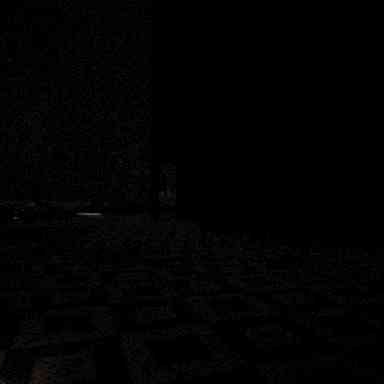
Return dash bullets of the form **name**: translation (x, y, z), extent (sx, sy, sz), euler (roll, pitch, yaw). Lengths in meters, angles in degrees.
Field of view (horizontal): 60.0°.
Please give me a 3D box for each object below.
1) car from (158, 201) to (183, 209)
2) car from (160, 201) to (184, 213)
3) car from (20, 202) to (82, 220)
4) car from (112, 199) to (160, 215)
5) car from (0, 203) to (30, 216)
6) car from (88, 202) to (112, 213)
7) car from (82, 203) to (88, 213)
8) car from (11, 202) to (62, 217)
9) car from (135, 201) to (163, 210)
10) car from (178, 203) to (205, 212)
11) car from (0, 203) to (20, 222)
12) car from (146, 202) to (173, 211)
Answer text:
- **car**: translation (-3.709, 2.304, 58.692), extent (2.008, 1.369, 4.403), euler (-1, -2, 35)
- **car**: translation (-3.319, 2.113, 44.548), extent (1.887, 1.381, 4.507), euler (-1, -2, 35)
- **car**: translation (-13.044, 1.823, 30.897), extent (1.752, 1.417, 4.829), euler (-1, -2, 35)
- **car**: translation (-6.594, 1.790, 39.958), extent (2.192, 1.841, 5.009), euler (-1, -2, 35)
- **car**: translation (-20.080, 1.841, 35.711), extent (2.008, 1.369, 4.403), euler (-1, -1, 35)
- **car**: translation (-10.884, 2.011, 43.995), extent (1.812, 1.442, 4.674), euler (0, -1, 35)
- **car**: translation (-13.532, 2.015, 44.904), extent (1.887, 1.381, 4.507), euler (-1, -2, 35)
- **car**: translation (-16.666, 1.851, 35.897), extent (1.812, 1.442, 4.674), euler (0, -1, 36)
- **car**: translation (-6.983, 2.208, 54.096), extent (2.008, 1.369, 4.403), euler (-1, -2, 35)
- **car**: translation (-0.040, 2.245, 49.149), extent (1.802, 1.307, 4.206), euler (-1, -2, 36)
- **car**: translation (-16.416, 1.774, 26.162), extent (1.947, 1.339, 4.313), euler (-1, -2, 35)
- **car**: translation (-5.030, 2.216, 52.150), extent (1.994, 1.385, 4.181), euler (0, -1, 37)
